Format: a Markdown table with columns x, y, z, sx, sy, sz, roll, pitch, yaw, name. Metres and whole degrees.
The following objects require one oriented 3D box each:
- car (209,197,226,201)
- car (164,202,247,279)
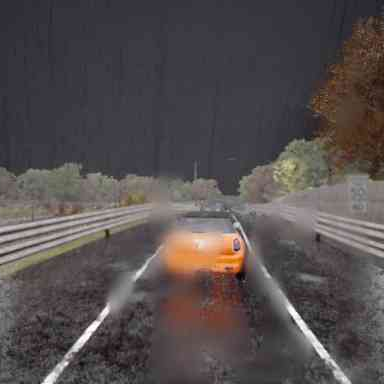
| x | y | z | sx | sy | sz | roll | pitch | yaw | name |
| --- | --- | --- | --- | --- | --- | --- | --- | --- | --- |
| 2.780 | 1.611 | 35.921 | 2.150 | 2.045 | 5.566 | 0 | -2 | 5 | car |
| 0.442 | 1.355 | 10.245 | 2.097 | 1.767 | 4.553 | 0 | 0 | 4 | car |
